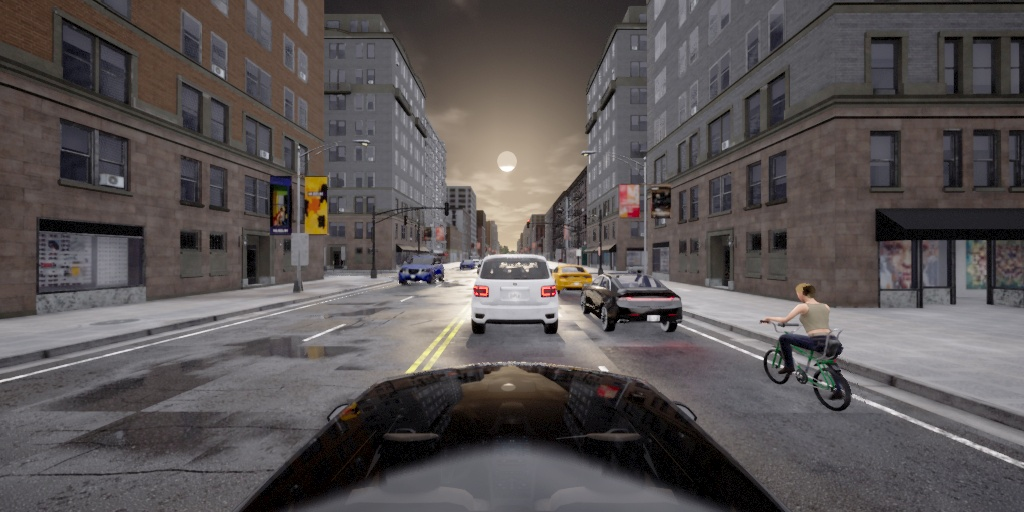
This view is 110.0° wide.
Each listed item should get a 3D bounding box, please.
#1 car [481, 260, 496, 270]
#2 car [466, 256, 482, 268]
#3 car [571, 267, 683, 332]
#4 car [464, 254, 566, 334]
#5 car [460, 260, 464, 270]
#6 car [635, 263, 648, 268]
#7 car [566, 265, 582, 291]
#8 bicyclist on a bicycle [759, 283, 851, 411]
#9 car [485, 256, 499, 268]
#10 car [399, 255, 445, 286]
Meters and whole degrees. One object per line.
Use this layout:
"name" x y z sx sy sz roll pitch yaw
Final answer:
"car" -3.444 1.330 53.082 1.994 1.385 4.181 0 0 0
"car" -6.690 0.990 64.036 2.150 2.045 5.566 0 0 0
"car" 3.323 1.242 10.821 2.128 1.511 4.902 0 0 0
"car" 0.079 0.972 10.750 2.150 2.045 5.566 0 0 0
"car" -6.702 1.244 54.092 1.882 1.535 5.008 0 0 0
"car" 14.974 1.409 38.708 4.718 1.301 1.895 0 0 1
"car" 3.211 1.231 20.311 1.882 1.535 5.008 0 0 0
"bicyclist on a bicycle" 4.129 1.187 5.124 0.866 1.612 1.509 0 0 0
"car" -3.449 0.990 62.423 2.150 2.045 5.566 0 0 0
"car" -6.318 0.979 25.835 2.150 2.045 5.566 0 0 1
